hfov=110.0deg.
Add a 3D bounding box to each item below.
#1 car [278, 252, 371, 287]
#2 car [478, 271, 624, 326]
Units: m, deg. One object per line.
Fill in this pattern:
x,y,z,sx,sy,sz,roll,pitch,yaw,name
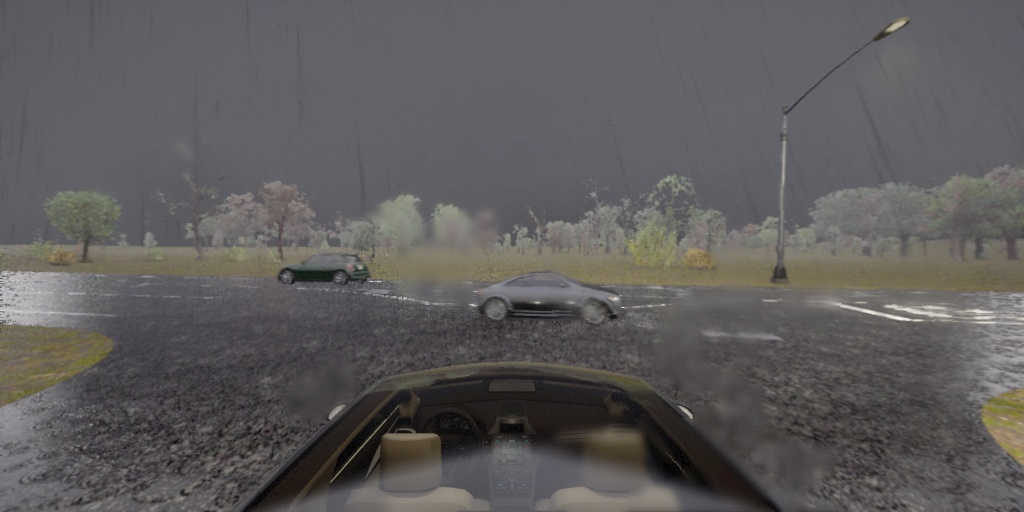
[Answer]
-10.168,0.631,19.446,4.553,1.767,2.097,1,2,9,car
1.107,1.142,10.611,4.181,1.385,1.994,0,2,9,car
